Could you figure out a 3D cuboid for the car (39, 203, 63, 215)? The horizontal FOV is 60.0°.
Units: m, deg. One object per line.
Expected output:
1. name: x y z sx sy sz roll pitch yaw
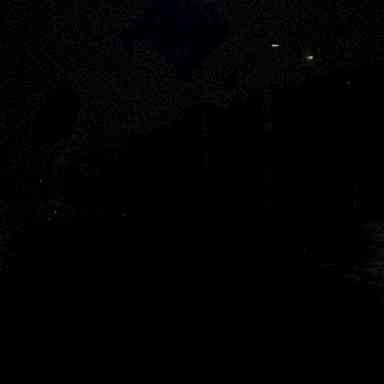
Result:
1. car: -16.797 1.989 39.677 1.895 1.301 4.718 -2 0 -35
